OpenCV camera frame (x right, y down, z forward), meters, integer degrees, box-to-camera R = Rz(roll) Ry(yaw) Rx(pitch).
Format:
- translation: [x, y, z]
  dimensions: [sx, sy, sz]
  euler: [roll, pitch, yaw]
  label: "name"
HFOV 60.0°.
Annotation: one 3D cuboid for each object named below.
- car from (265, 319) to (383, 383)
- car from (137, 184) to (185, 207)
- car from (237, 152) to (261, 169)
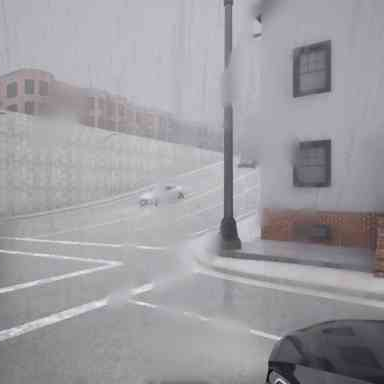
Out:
- translation: [2.752, 1.526, 2.008]
  dimensions: [4.674, 1.442, 1.812]
  euler: [0, 0, 36]
  label: "car"
- translation: [-2.434, 0.154, 27.121]
  dimensions: [1.812, 1.442, 4.674]
  euler: [0, 10, 35]
  label: "car"
- translation: [7.302, -3.948, 40.907]
  dimensions: [2.097, 1.767, 4.553]
  euler: [1, 14, 35]
  label: "car"
